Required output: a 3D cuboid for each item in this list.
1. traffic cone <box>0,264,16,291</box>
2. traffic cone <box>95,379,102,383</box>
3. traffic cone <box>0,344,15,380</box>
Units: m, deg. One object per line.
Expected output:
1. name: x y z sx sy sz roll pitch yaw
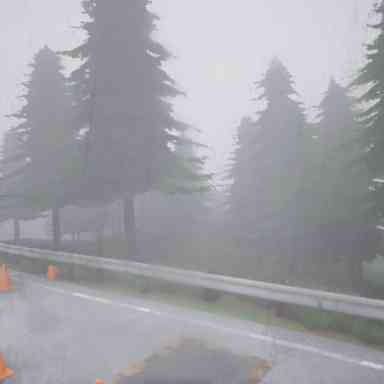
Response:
1. traffic cone: -4.541 2.054 8.090 0.340 0.580 0.340 -1 -1 36
2. traffic cone: -0.836 1.972 2.968 0.340 0.580 0.340 -1 -1 36
3. traffic cone: -2.456 1.989 4.135 0.340 0.580 0.340 0 0 36
